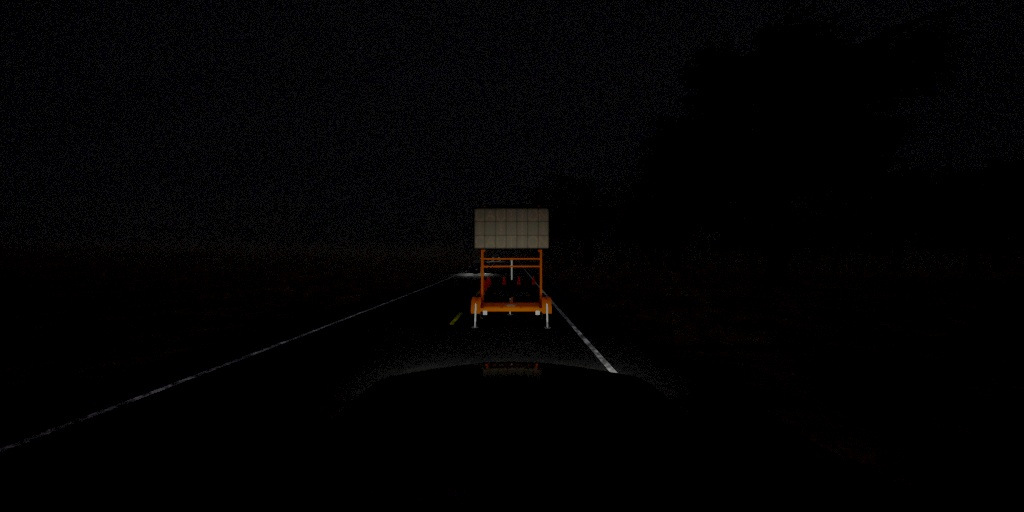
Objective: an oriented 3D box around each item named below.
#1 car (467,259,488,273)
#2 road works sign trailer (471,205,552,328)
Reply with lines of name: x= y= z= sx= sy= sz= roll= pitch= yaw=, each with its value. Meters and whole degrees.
car: x=-3.665 y=1.084 z=38.960 sx=1.812 sy=1.442 sz=4.674 roll=0 pitch=1 yaw=0
road works sign trailer: x=-0.009 y=0.203 z=11.305 sx=2.380 sy=3.560 sz=2.880 roll=0 pitch=0 yaw=0
